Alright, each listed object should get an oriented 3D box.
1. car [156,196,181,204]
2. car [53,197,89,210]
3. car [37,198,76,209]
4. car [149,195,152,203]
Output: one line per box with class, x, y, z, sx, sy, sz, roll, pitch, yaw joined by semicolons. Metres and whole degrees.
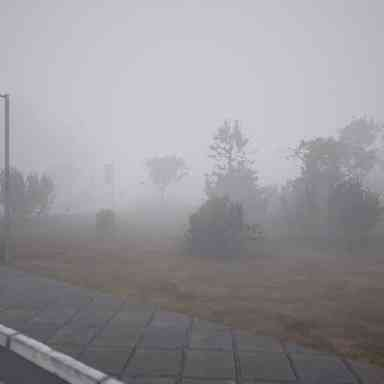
car;-4.013;1.371;58.184;1.895;1.301;4.718;0;1;39
car;-15.895;1.472;43.480;2.128;1.511;4.902;0;0;39
car;-18.554;1.582;45.757;1.895;1.301;4.718;0;0;39
car;-8.229;1.288;58.535;1.882;1.535;5.008;0;1;39
